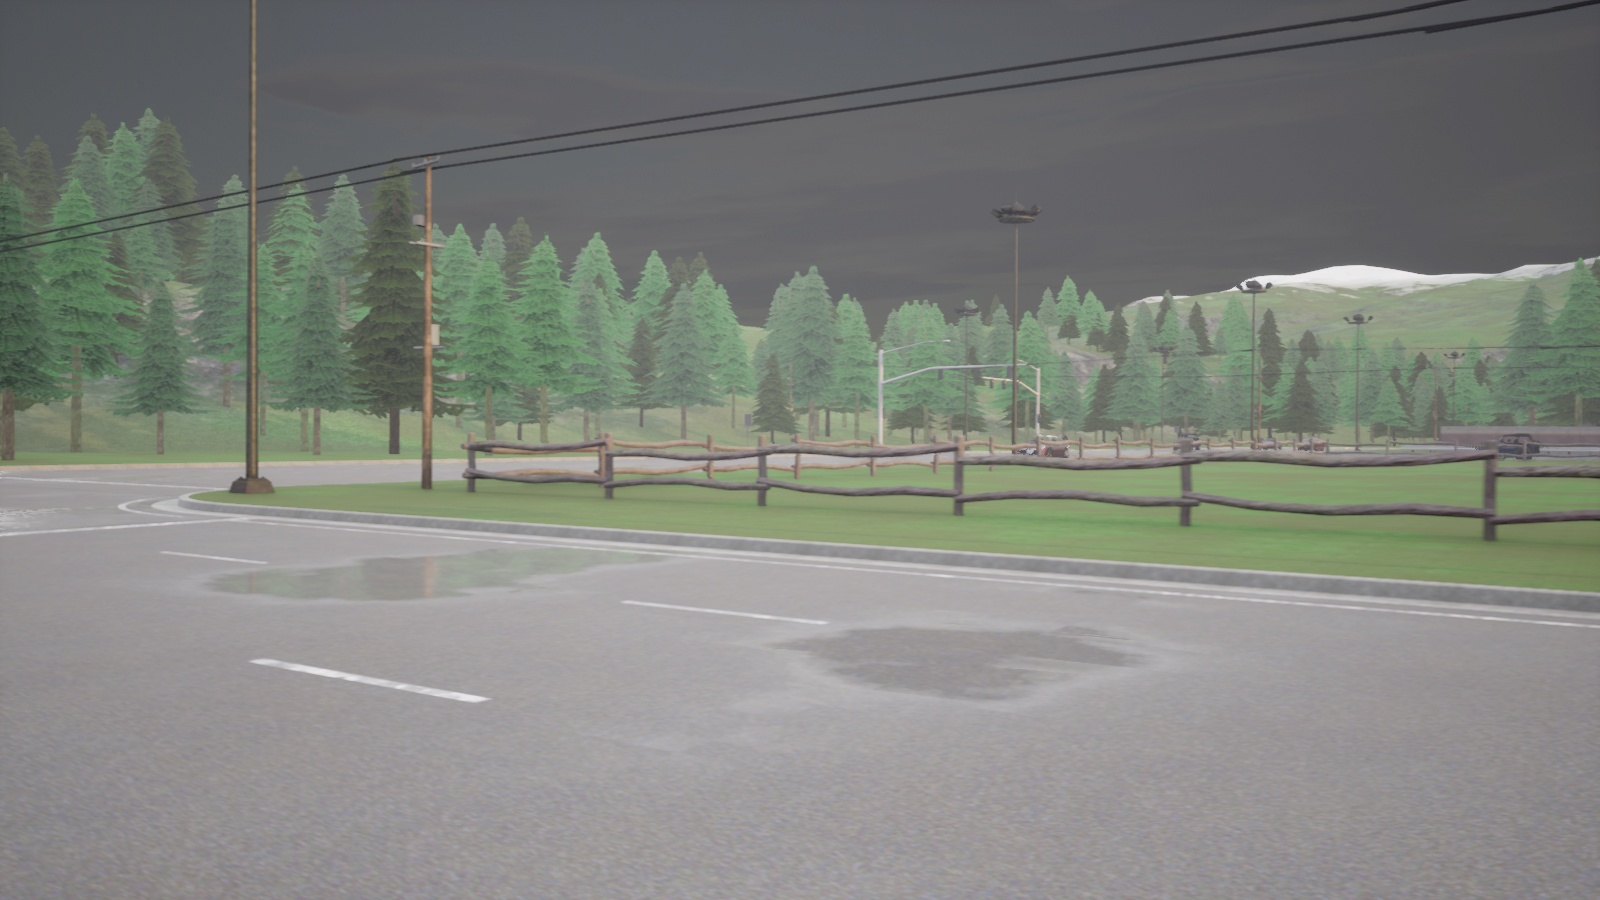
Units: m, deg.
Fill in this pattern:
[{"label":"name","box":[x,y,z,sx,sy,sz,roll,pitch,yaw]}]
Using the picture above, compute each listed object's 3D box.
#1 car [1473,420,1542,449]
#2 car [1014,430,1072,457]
[{"label":"car","box":[47.418,-1.045,84.203,3.866,1.878,1.905,-1,1,34]},{"label":"car","box":[14.165,-0.395,73.050,1.970,1.475,3.806,0,1,34]}]
